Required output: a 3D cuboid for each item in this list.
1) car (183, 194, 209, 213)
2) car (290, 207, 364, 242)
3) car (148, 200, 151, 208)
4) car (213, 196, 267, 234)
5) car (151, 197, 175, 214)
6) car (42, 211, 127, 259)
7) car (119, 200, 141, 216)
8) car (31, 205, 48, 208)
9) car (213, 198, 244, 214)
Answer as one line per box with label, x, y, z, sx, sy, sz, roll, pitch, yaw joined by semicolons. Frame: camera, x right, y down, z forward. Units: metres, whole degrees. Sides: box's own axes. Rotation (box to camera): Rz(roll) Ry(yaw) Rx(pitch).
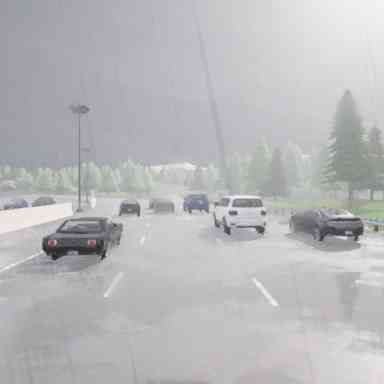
car;0.389;1.222;36.548;2.150;2.045;5.566;0;0;-10
car;6.412;1.491;16.402;2.128;1.511;4.902;0;0;-4
car;-4.736;1.505;44.665;1.837;1.490;4.892;0;0;-13
car;2.664;1.224;19.434;2.150;2.045;5.566;0;0;-5
car;-2.993;1.477;35.492;1.882;1.535;5.008;0;0;-9
car;-3.820;1.601;12.514;1.895;1.301;4.718;0;0;-3
car;-6.084;1.477;32.789;1.882;1.535;5.008;0;0;-9
car;-18.453;1.351;41.426;2.097;1.767;4.553;0;0;-12
car;3.897;1.491;36.662;2.128;1.511;4.902;0;0;-10
